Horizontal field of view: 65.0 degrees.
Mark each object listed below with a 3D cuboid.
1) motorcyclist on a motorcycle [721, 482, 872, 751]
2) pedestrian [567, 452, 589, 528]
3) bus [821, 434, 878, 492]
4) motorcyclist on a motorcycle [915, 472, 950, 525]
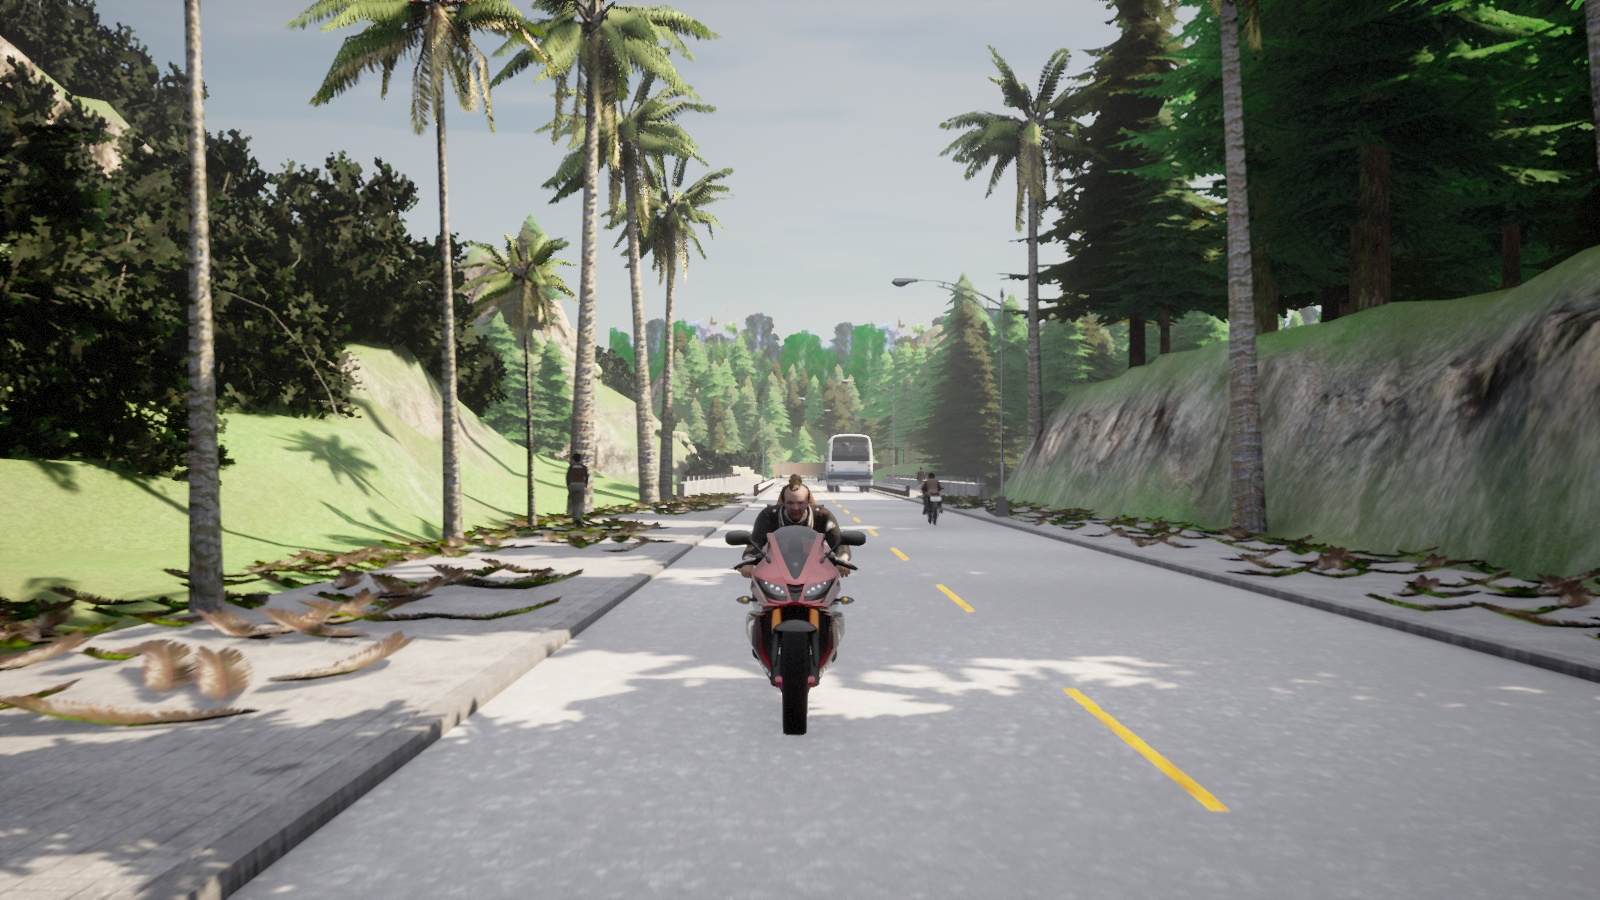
[{"bbox_3d":[-0.023,0.990,8.350,0.866,1.530,2.191,0,-1,0],"label":"motorcyclist on a motorcycle"},{"bbox_3d":[-5.646,1.009,31.955,0.402,1.930,0.666,0,-1,2],"label":"pedestrian"},{"bbox_3d":[3.666,1.043,96.786,3.944,4.253,10.273,0,-1,0],"label":"bus"},{"bbox_3d":[3.879,1.400,36.950,0.797,1.523,2.044,0,-1,0],"label":"motorcyclist on a motorcycle"}]
